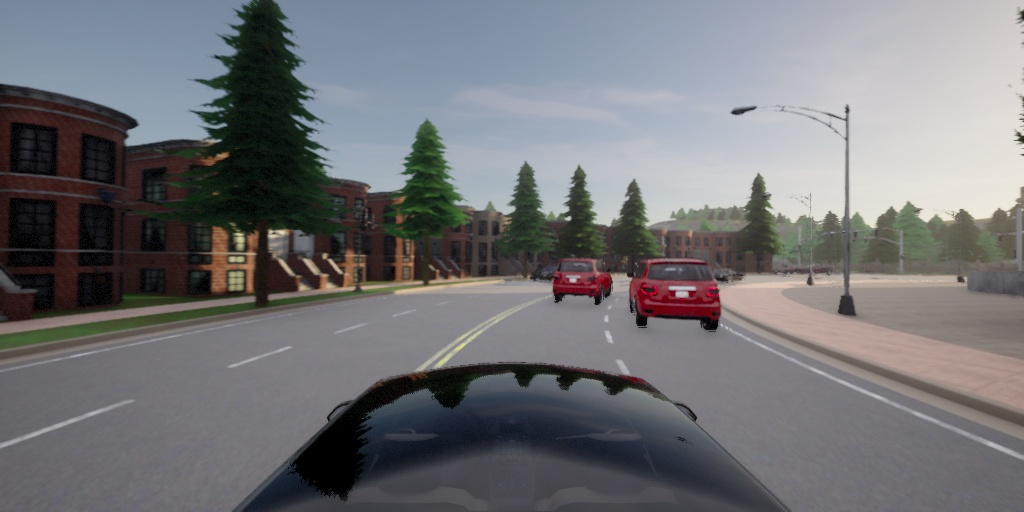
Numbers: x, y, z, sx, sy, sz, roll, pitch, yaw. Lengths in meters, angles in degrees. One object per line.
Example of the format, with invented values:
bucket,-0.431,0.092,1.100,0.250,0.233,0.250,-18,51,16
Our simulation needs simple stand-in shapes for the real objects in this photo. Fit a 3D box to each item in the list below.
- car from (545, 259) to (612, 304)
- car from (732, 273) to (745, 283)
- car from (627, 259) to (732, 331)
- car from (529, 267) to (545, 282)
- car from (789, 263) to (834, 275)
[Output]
car,3.609,1.151,17.856,2.150,2.045,5.566,0,0,22
car,19.633,1.841,33.060,4.718,1.301,1.895,1,-1,-38
car,5.137,1.117,11.923,2.150,2.045,5.566,0,-1,15
car,3.721,1.598,32.219,2.033,1.411,5.357,0,-1,38
car,40.955,1.749,48.635,5.008,1.535,1.882,1,0,-11
